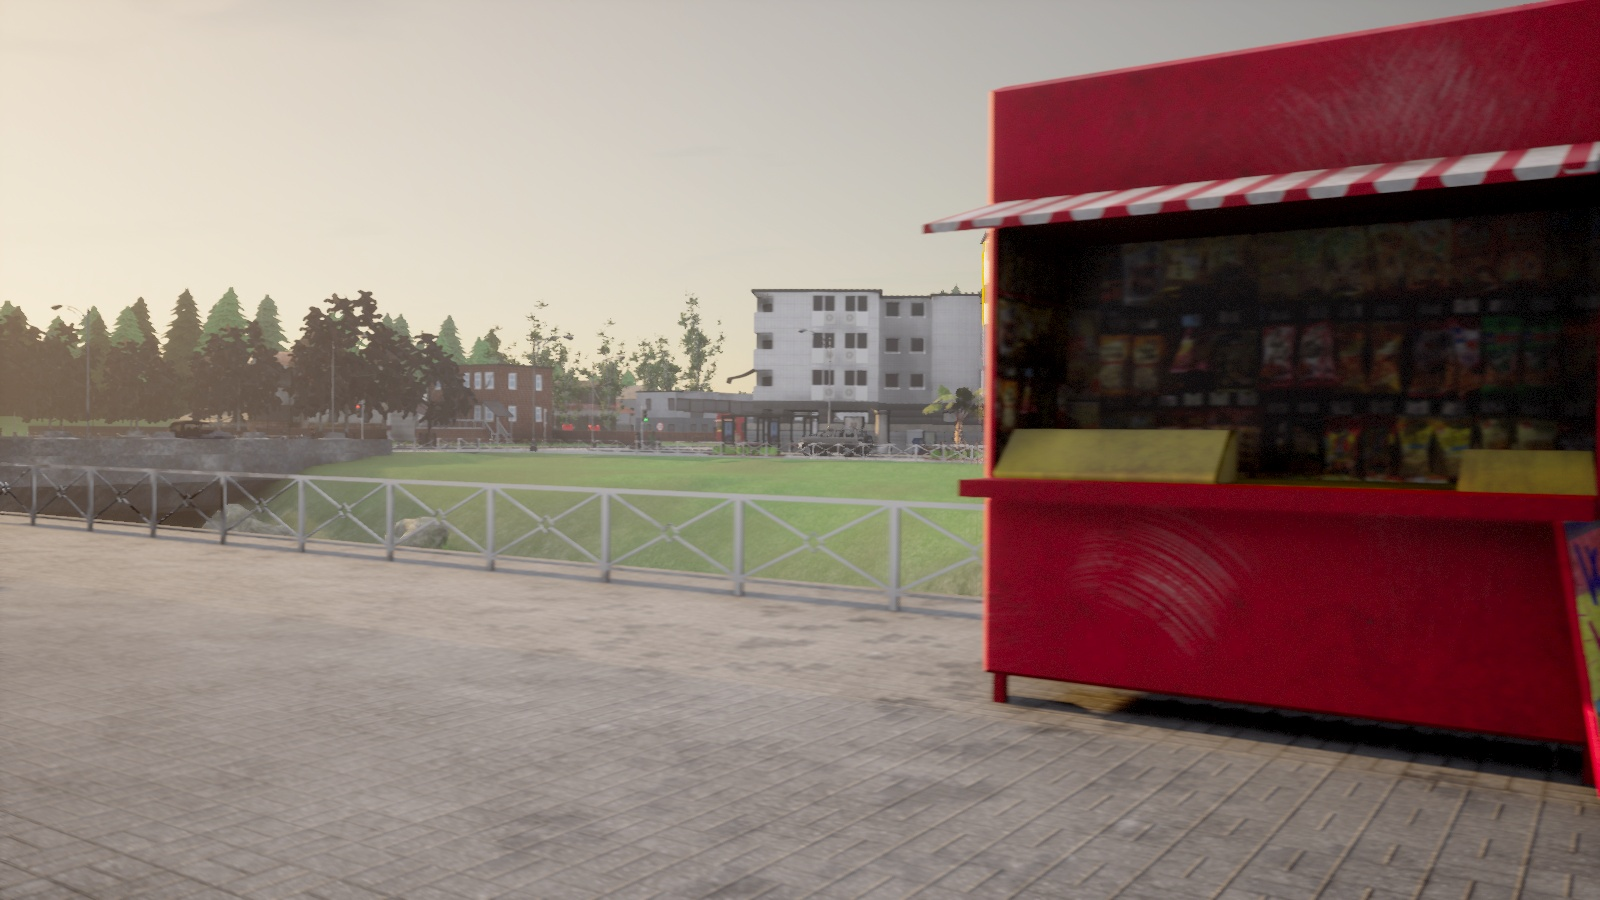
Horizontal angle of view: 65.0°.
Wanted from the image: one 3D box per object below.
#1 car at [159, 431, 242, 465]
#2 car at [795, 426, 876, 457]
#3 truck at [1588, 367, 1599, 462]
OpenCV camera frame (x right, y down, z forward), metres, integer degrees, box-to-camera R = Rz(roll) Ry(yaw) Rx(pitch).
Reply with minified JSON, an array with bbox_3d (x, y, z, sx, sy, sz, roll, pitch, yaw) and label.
[{"bbox_3d":[-34.388,-0.146,72.132,1.905,1.878,3.866,0,1,33],"label":"car"},{"bbox_3d":[2.136,-0.521,76.883,4.605,1.855,1.932,0,1,34],"label":"car"},{"bbox_3d":[36.092,-1.436,49.491,8.468,3.827,2.891,0,1,34],"label":"truck"}]
